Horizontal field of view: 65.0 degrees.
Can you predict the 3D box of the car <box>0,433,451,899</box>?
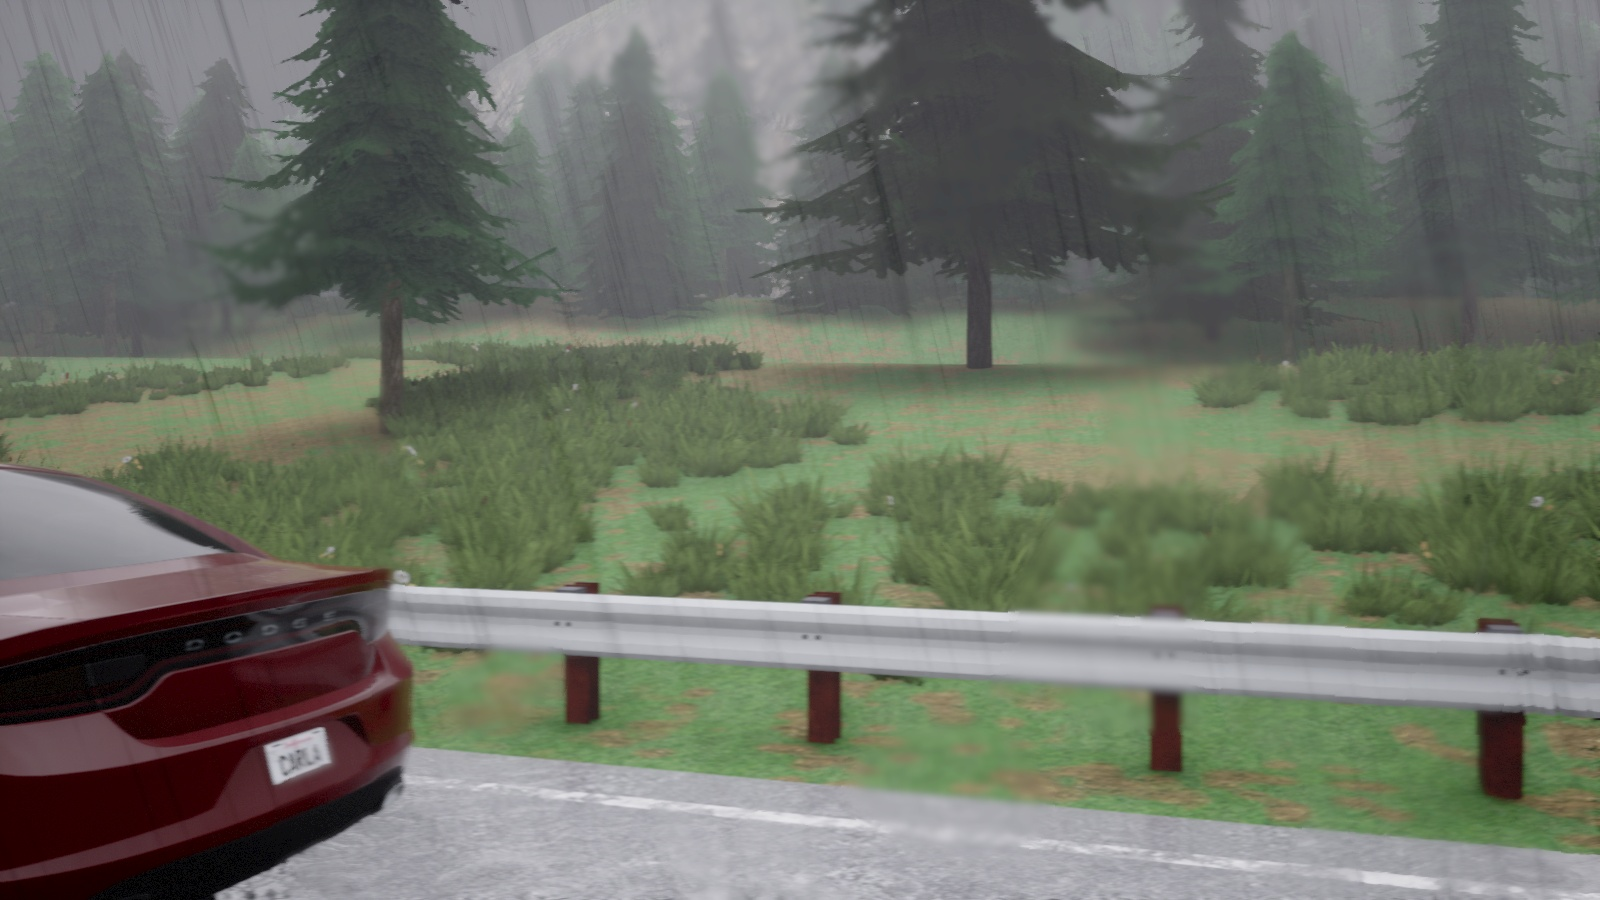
[{"bbox_3d":[-3.959,0.707,4.525,5.008,1.535,1.882,1,1,19],"label":"car"}]
